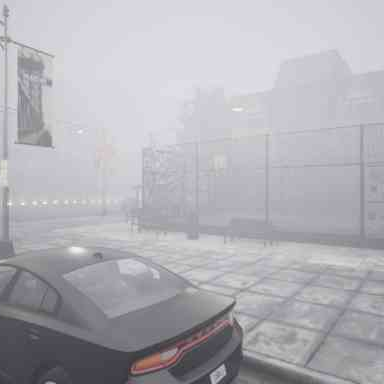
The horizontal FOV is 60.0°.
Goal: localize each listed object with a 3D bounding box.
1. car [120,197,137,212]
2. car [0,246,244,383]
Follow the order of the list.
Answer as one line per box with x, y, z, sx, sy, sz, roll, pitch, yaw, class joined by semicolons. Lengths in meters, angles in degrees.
-6.143;1.352;38.918;2.097;1.767;4.553;0;0;35;car
-1.785;1.480;4.405;5.008;1.535;2.097;0;0;35;car
